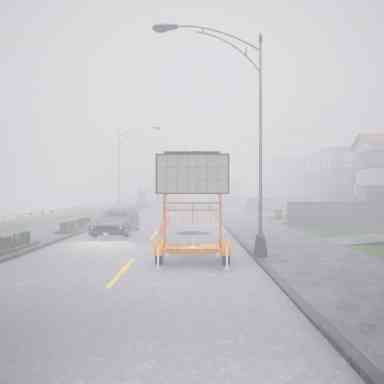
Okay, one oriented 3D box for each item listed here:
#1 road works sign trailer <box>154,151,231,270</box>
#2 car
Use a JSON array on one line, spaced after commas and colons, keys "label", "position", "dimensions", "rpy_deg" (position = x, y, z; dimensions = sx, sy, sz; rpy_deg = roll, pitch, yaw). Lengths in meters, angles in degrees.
[{"label": "road works sign trailer", "position": [0.016, 0.464, 10.994], "dimensions": [2.380, 3.560, 2.880], "rpy_deg": [0, 0, 0]}, {"label": "car", "position": [-3.973, 1.547, 17.944], "dimensions": [2.033, 1.411, 5.357], "rpy_deg": [0, 0, 0]}]
